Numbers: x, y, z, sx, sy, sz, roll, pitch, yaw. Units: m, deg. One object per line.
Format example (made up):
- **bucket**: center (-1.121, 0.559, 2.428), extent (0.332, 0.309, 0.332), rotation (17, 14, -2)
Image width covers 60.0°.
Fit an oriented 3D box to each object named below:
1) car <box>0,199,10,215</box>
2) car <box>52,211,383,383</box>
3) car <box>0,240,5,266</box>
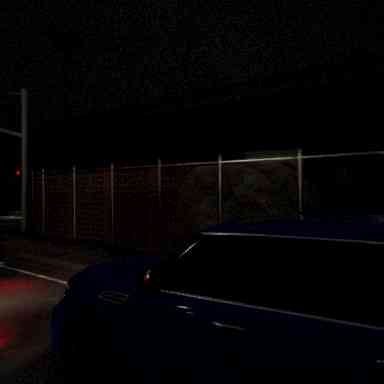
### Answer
- **car**: center (-20.160, 1.407, 31.891), extent (2.097, 1.767, 4.553), rotation (0, 0, 37)
- **car**: center (0.953, 1.221, 3.310), extent (5.566, 2.045, 2.150), rotation (0, 0, 35)
- **car**: center (-7.061, 1.492, 9.027), extent (4.902, 1.511, 2.128), rotation (0, 0, 33)
